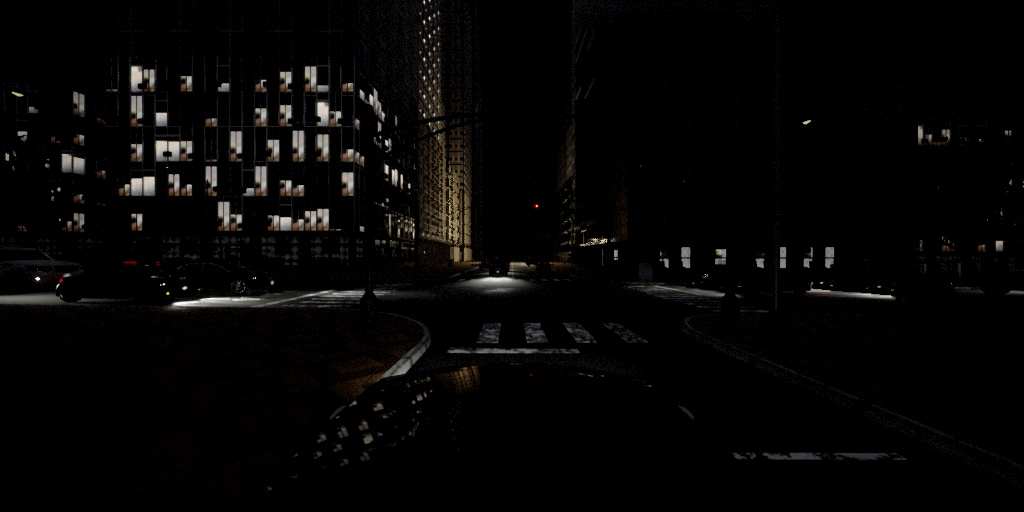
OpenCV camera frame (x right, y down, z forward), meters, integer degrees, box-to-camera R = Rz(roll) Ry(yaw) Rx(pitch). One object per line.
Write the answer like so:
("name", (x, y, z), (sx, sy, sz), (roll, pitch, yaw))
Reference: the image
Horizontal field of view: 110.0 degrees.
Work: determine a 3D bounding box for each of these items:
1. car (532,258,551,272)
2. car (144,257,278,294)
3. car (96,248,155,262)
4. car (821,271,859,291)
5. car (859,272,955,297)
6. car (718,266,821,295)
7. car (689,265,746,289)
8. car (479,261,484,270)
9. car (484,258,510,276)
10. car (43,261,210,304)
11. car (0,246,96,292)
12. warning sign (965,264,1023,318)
("car", (4.082, 1.329, 46.701), (1.948, 1.339, 4.313), (0, 0, 0))
("car", (-14.236, 1.004, 17.513), (4.902, 1.511, 2.128), (1, 0, -3))
("car", (-23.613, 0.562, 20.541), (5.566, 2.045, 2.150), (1, 0, -2))
("car", (24.170, 1.770, 25.885), (4.181, 1.385, 1.994), (1, 0, -6))
("car", (25.083, 1.788, 22.646), (4.181, 1.385, 1.994), (1, 0, -3))
("car", (15.869, 1.564, 22.260), (4.892, 1.490, 1.837), (1, 0, -4))
("car", (15.079, 1.396, 25.468), (4.553, 1.767, 2.097), (1, 0, -3))
("car", (-3.852, 1.343, 52.222), (1.802, 1.307, 4.207), (0, 0, 0))
("car", (-1.372, 1.259, 37.140), (2.128, 1.511, 4.902), (0, 0, 0))
("car", (-15.036, 1.063, 14.217), (4.181, 1.385, 1.994), (1, 0, -2))
("car", (-24.076, 0.553, 17.081), (5.566, 2.045, 2.150), (1, 0, -2))
("warning sign", (17.313, 1.204, 12.853), (1.060, 1.860, 1.300), (0, 0, -2))
